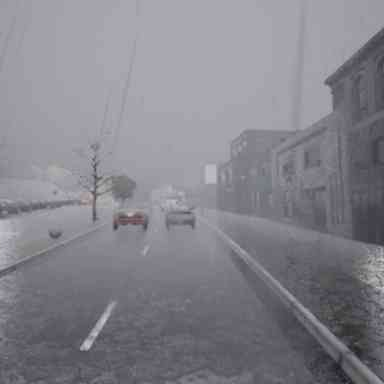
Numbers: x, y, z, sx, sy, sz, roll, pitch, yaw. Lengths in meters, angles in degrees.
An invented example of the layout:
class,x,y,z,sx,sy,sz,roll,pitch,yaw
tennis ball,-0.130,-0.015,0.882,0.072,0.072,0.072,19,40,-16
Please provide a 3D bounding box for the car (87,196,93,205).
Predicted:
class,x,y,z,sx,sy,sz,roll,pitch,yaw
car,-23.019,1.854,65.578,5.366,1.575,1.946,0,-1,-28

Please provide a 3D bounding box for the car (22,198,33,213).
class,x,y,z,sx,sy,sz,roll,pitch,yaw
car,-18.816,1.519,33.121,4.892,1.521,2.231,0,0,-26

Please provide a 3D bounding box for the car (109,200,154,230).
class,x,y,z,sx,sy,sz,roll,pitch,yaw
car,-3.798,1.397,21.831,2.097,1.767,4.553,0,0,-4

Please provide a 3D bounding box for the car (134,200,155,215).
class,x,y,z,sx,sy,sz,roll,pitch,yaw
car,-5.135,1.658,36.361,2.033,1.411,5.357,0,0,-6

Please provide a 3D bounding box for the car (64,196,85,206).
class,x,y,z,sx,sy,sz,roll,pitch,yaw
car,-22.361,1.746,59.590,5.008,1.535,2.097,0,-1,-28

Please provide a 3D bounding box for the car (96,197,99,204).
class,x,y,z,sx,sy,sz,roll,pitch,yaw
car,-24.377,1.818,74.353,5.566,2.045,2.435,0,-2,-28

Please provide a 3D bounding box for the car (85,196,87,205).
class,x,y,z,sx,sy,sz,roll,pitch,yaw
car,-22.805,1.673,62.527,4.553,1.767,2.185,0,-1,-28

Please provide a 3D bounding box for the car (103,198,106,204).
class,x,y,z,sx,sy,sz,roll,pitch,yaw
car,-26.592,2.531,88.976,5.366,1.575,1.946,0,-2,-28

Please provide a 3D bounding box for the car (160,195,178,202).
class,x,y,z,sx,sy,sz,roll,pitch,yaw
car,-2.965,1.398,43.541,2.150,2.045,5.566,0,0,-7

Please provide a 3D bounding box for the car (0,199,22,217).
class,x,y,z,sx,sy,sz,roll,pitch,yaw
car,-18.494,1.511,30.183,4.892,1.521,2.231,0,0,-25

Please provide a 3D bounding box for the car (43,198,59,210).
class,x,y,z,sx,sy,sz,roll,pitch,yaw
car,-19.944,1.554,41.922,5.008,1.535,2.097,0,-1,-27

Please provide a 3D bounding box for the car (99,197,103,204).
class,x,y,z,sx,sy,sz,roll,pitch,yaw
car,-25.235,1.988,80.214,5.566,2.045,2.435,0,-2,-28

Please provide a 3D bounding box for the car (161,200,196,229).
class,x,y,z,sx,sy,sz,roll,pitch,yaw
car,-0.791,1.548,21.781,2.128,1.511,4.902,0,0,-4

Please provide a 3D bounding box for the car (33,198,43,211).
class,x,y,z,sx,sy,sz,roll,pitch,yaw
car,-19.164,1.529,36.060,4.892,1.521,2.231,0,0,-27

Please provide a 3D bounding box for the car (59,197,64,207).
class,x,y,z,sx,sy,sz,roll,pitch,yaw
car,-20.344,1.572,44.857,5.008,1.535,2.097,0,-1,-28

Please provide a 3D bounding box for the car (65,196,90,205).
class,x,y,z,sx,sy,sz,roll,pitch,yaw
car,-23.615,1.797,68.422,4.553,1.767,2.185,0,-1,-28

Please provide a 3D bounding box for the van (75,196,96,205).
class,x,y,z,sx,sy,sz,roll,pitch,yaw
van,-24.705,1.927,77.337,4.442,1.987,1.878,0,-2,-28
